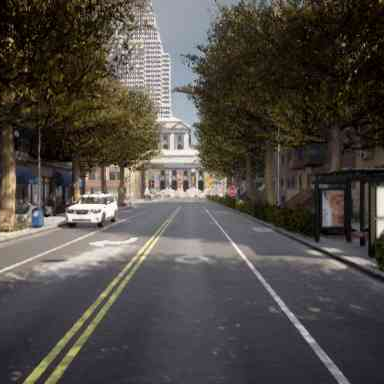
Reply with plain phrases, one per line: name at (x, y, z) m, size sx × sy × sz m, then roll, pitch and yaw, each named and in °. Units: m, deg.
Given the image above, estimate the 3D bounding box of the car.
car at (-6.553, 1.186, 22.436) m, size 2.435 × 2.045 × 5.566 m, roll 0°, pitch 0°, yaw 0°
